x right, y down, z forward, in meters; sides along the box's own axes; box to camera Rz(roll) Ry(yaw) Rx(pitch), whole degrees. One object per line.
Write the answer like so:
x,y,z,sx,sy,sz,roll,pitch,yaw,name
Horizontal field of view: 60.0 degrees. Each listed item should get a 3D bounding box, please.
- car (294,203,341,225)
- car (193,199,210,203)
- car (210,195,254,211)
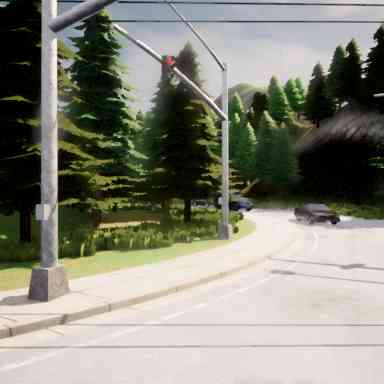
9.026,1.547,24.506,2.033,1.411,5.357,0,0,2,car
2.036,1.505,50.039,1.837,1.490,4.892,0,0,-37,car
4.882,1.218,39.384,2.150,2.045,5.566,0,0,-30,car
